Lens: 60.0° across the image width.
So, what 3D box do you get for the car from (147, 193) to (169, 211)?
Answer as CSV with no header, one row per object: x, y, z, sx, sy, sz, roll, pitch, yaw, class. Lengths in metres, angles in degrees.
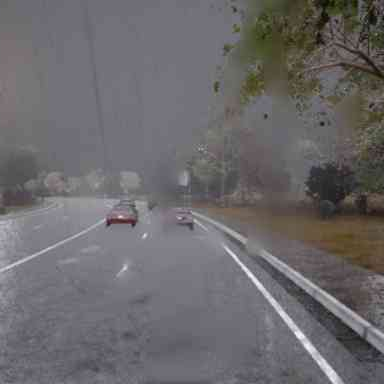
-4.072,1.183,39.745,2.150,2.045,5.566,0,0,-13,car

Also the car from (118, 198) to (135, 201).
-8.293,1.450,42.195,2.128,1.511,4.902,0,0,-14,car

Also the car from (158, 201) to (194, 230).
-0.978,1.527,21.090,2.033,1.411,5.357,0,0,-6,car

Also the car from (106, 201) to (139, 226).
-4.772,1.543,23.191,1.994,1.385,4.181,0,0,-6,car
